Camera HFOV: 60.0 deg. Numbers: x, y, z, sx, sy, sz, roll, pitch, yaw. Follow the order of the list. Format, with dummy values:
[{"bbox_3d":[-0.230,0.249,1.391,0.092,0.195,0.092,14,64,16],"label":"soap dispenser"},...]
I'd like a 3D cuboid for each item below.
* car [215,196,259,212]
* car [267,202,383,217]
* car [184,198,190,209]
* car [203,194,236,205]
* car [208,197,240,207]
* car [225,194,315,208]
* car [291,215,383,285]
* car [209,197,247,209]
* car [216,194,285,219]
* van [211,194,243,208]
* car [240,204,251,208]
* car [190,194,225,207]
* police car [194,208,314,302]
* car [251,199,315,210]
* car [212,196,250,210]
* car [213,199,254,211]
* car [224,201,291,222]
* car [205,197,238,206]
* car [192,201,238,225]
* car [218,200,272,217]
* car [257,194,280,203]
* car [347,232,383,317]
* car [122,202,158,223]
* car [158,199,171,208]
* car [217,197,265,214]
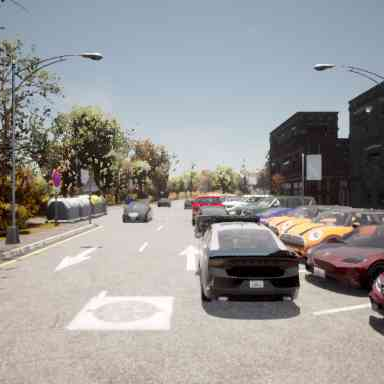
[{"bbox_3d":[5.205,1.424,38.676,4.553,1.767,2.185,1,0,-20],"label":"car"},{"bbox_3d":[5.303,1.366,11.668,4.553,1.767,2.185,1,0,-20],"label":"car"},{"bbox_3d":[-0.129,1.587,46.917,2.128,1.511,4.902,0,0,0],"label":"car"},{"bbox_3d":[5.171,1.392,62.734,5.566,2.045,2.435,1,0,-20],"label":"car"},{"bbox_3d":[5.200,1.647,53.698,4.674,1.452,2.002,1,0,-20],"label":"car"},{"bbox_3d":[5.247,1.252,20.644,5.566,2.045,2.435,1,0,-20],"label":"car"},{"bbox_3d":[5.250,1.518,8.648,4.792,1.488,2.163,1,0,-20],"label":"car"},{"bbox_3d":[5.209,1.583,47.696,5.008,1.535,2.097,1,-1,-20],"label":"car"},{"bbox_3d":[5.225,1.271,29.661,5.566,2.045,2.435,1,0,-20],"label":"car"},{"bbox_3d":[5.318,1.371,50.742,4.442,1.987,1.878,1,-1,-20],"label":"van"},{"bbox_3d":[5.257,1.538,17.666,4.674,1.452,2.002,1,0,-20],"label":"car"},{"bbox_3d":[1.097,1.250,24.390,2.150,2.045,5.566,0,0,0],"label":"car"},{"bbox_3d":[1.133,1.428,8.469,1.930,1.638,5.238,0,0,0],"label":"police car"},{"bbox_3d":[5.298,1.369,14.669,4.553,1.767,2.185,1,0,-20],"label":"car"},{"bbox_3d":[5.259,1.447,44.693,4.553,1.767,2.185,1,0,-20],"label":"car"},{"bbox_3d":[5.232,1.601,41.684,4.674,1.452,2.002,1,0,-20],"label":"car"},{"bbox_3d":[5.222,1.545,26.659,4.792,1.488,2.163,1,0,-20],"label":"car"},{"bbox_3d":[5.006,1.613,56.639,5.366,1.575,1.946,1,0,-20],"label":"car"},{"bbox_3d":[1.108,1.491,18.359,1.882,1.535,5.008,0,0,0],"label":"car"},{"bbox_3d":[5.219,1.560,32.660,4.792,1.488,2.163,1,0,-20],"label":"car"},{"bbox_3d":[18.074,1.464,78.777,2.435,2.045,5.566,0,0,-22],"label":"car"},{"bbox_3d":[5.289,1.527,5.656,4.674,1.452,2.002,1,0,-20],"label":"car"},{"bbox_3d":[-4.134,1.519,25.733,2.128,1.511,4.902,0,0,0],"label":"car"},{"bbox_3d":[-4.211,1.710,50.590,1.895,1.301,4.718,0,0,0],"label":"car"},{"bbox_3d":[5.209,1.414,35.675,4.553,1.767,2.185,1,0,-20],"label":"car"}]
